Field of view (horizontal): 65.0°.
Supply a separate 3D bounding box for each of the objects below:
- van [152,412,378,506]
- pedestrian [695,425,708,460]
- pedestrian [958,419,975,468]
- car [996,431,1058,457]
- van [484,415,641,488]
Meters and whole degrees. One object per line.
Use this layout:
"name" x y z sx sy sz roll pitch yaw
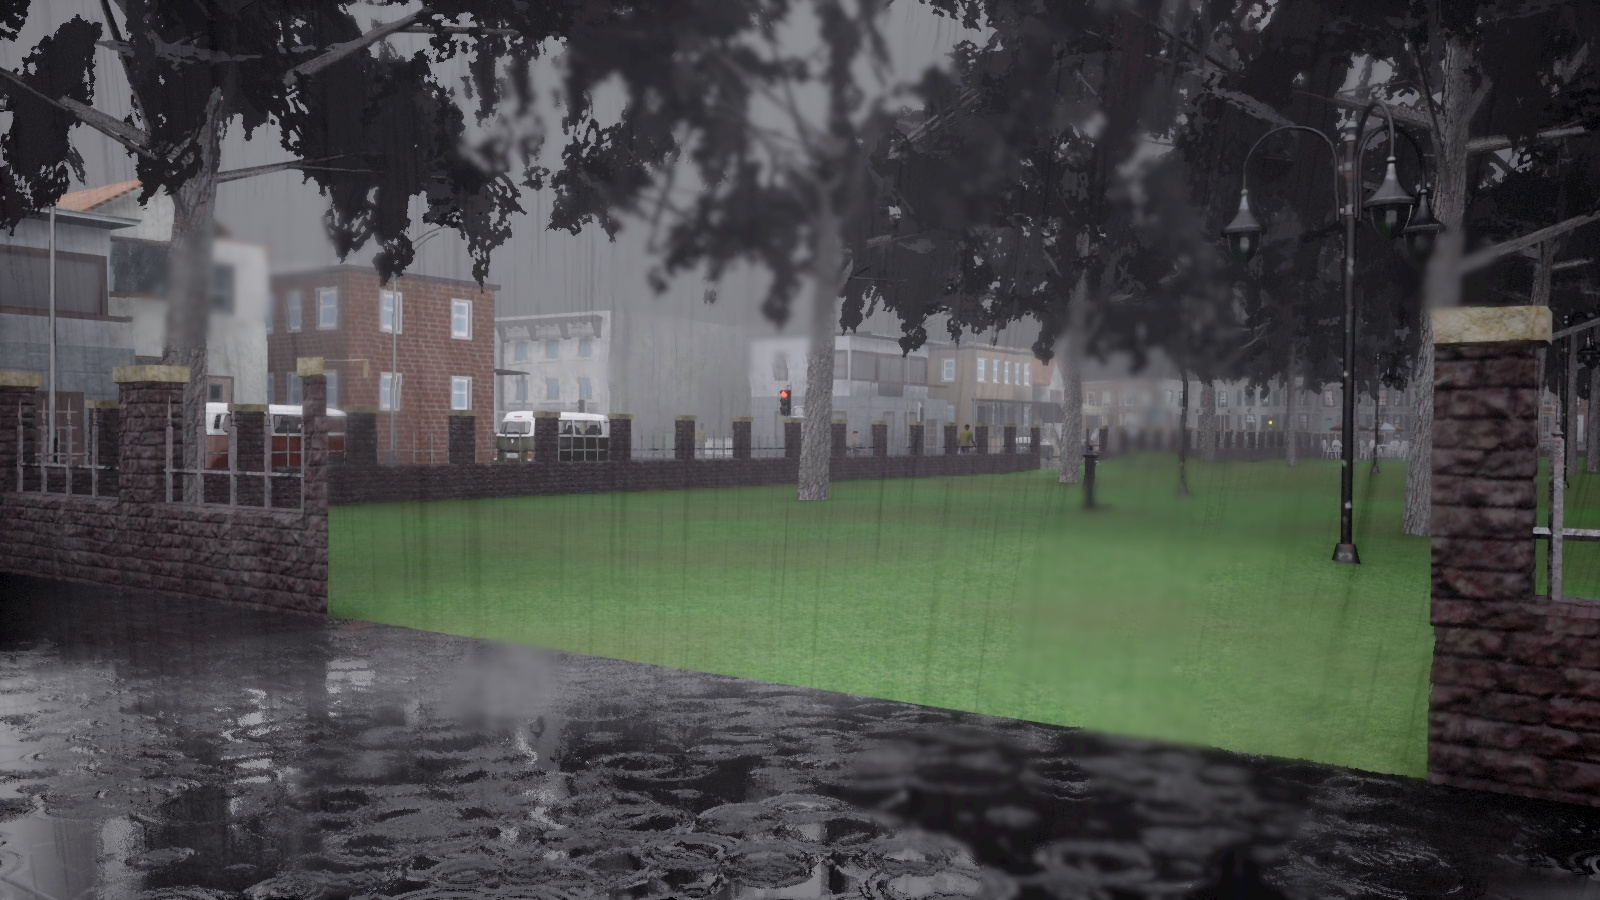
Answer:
"van" -12.479 0.164 29.562 2.069 2.038 4.480 0 1 33
"pedestrian" -5.225 -0.420 66.560 0.431 1.840 0.709 -1 1 -27
"pedestrian" 6.269 -0.261 47.263 0.354 1.836 0.706 0 1 34
"car" 13.397 -0.373 73.902 1.812 1.442 4.674 0 1 35
"van" -7.002 0.007 37.457 2.069 2.038 4.480 0 1 33
